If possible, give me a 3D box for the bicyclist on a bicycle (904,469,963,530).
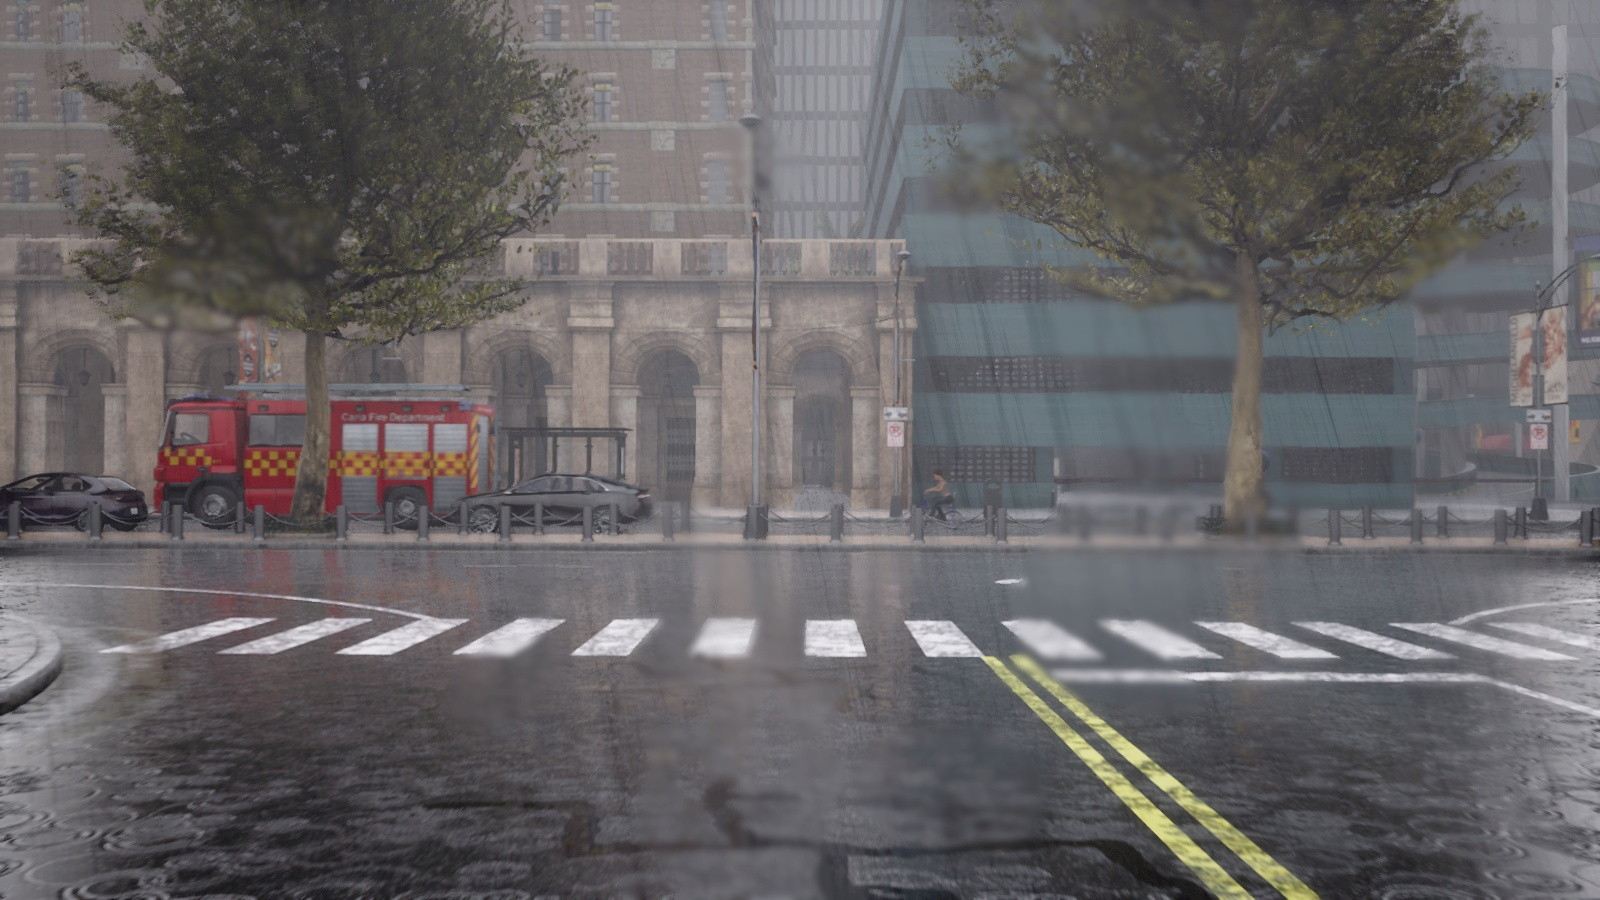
[{"bbox_3d":[3.563,1.315,33.648,1.509,1.612,0.866,0,-1,2],"label":"bicyclist on a bicycle"}]

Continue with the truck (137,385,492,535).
[{"bbox_3d":[-12.931,0.284,33.947,8.468,3.827,2.891,0,-1,1],"label":"truck"}]

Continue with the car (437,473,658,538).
[{"bbox_3d":[-6.008,1.316,30.332,4.902,1.511,2.128,0,-1,1],"label":"car"}]

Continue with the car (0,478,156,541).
[{"bbox_3d":[-18.208,1.425,30.497,4.193,1.474,1.816,0,-1,1],"label":"car"}]
